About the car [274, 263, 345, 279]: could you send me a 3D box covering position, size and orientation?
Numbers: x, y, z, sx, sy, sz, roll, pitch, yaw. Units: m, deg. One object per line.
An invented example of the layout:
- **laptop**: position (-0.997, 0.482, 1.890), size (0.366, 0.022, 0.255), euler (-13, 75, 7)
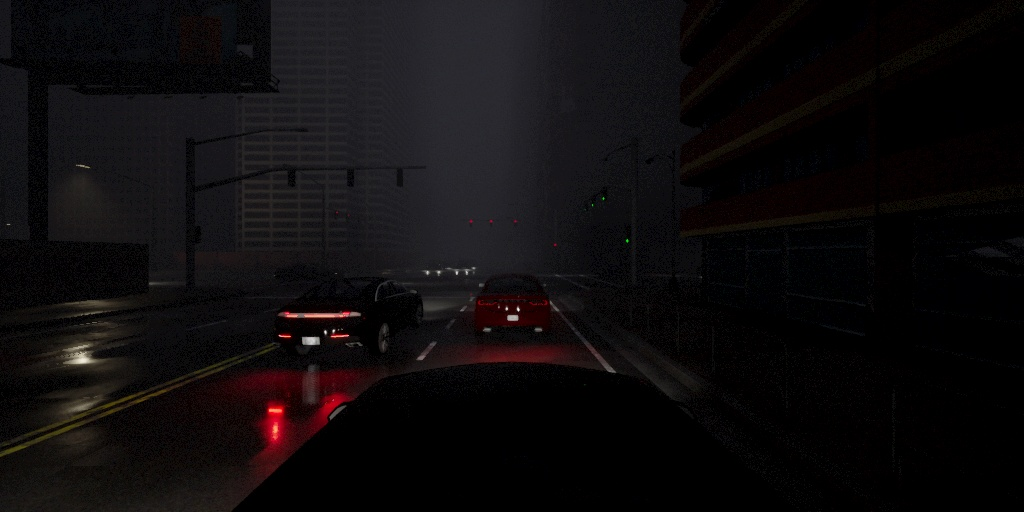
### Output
- **car**: position (-14.513, 1.242, 25.994), size (4.902, 1.511, 2.128), euler (0, 0, 0)

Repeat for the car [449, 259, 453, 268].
- **car**: position (-10.998, 1.297, 61.927), size (2.033, 1.411, 5.357), euler (0, 0, 0)

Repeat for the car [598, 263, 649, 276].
- **car**: position (11.333, 1.351, 36.766), size (4.718, 1.301, 1.895), euler (0, 0, 2)

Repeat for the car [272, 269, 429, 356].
- **car**: position (-3.475, 1.242, 8.573), size (2.128, 1.511, 4.902), euler (0, 0, -1)

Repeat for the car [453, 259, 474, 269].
- **car**: position (-7.477, 1.255, 55.636), size (1.837, 1.490, 4.892), euler (0, 0, 0)

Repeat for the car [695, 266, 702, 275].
- **car**: position (21.460, 1.228, 36.714), size (5.008, 1.535, 1.882), euler (0, 0, 0)

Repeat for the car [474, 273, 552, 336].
- **car**: position (0.014, 1.228, 10.461), size (1.882, 1.535, 5.008), euler (0, 0, 0)

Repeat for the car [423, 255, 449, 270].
- **car**: position (-10.952, 1.102, 51.728), size (2.097, 1.767, 4.553), euler (0, 0, 0)
